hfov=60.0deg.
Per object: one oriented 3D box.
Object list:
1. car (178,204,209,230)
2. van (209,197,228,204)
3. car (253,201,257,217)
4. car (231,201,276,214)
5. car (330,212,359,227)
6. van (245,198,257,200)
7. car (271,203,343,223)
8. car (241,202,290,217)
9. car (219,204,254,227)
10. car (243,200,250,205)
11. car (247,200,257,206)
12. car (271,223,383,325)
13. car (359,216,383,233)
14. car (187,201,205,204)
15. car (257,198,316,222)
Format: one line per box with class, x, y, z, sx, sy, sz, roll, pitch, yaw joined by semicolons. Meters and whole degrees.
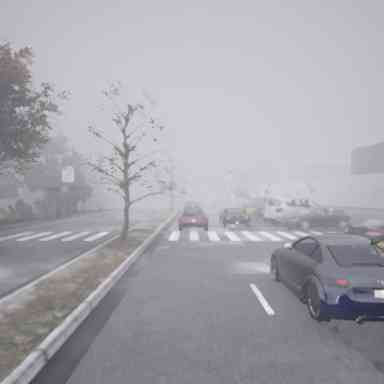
car;0.105;1.775;22.774;1.994;1.385;4.181;0;-1;0
van;7.997;2.455;94.995;4.442;1.987;1.878;2;-2;-20
car;8.085;1.768;27.840;5.008;1.535;2.097;1;-1;-20
car;7.912;1.974;42.687;5.366;1.575;1.946;1;-1;-20
car;8.070;1.641;12.934;4.674;1.452;2.002;1;-1;-20
van;7.978;1.709;39.732;4.442;1.987;1.878;1;-1;-20
car;8.087;1.696;21.875;4.892;1.521;2.231;1;0;-20
car;8.108;1.923;36.802;4.792;1.488;2.163;1;-1;-20
car;3.109;1.840;25.013;1.895;1.301;4.718;0;-1;0
car;8.255;1.850;33.872;5.366;1.575;1.946;1;-1;-20
car;8.074;1.809;30.825;4.892;1.521;2.231;1;-1;-20
car;3.102;1.625;7.351;1.994;1.385;4.181;0;0;0
car;7.901;1.568;9.886;5.366;1.575;1.946;1;0;-20
car;0.113;1.794;39.564;2.097;1.767;4.553;0;-1;0
car;8.108;1.478;24.879;5.566;2.045;2.435;1;-1;-20
